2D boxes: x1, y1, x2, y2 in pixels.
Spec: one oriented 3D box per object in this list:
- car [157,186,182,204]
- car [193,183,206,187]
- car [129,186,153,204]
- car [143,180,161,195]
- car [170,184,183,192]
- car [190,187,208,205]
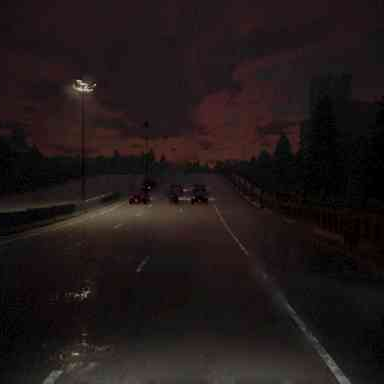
[{"bbox_3d":[-2.592,0.479,39.297,1.837,1.490,4.892,0,5,1],"label":"car"},{"bbox_3d":[1.097,-0.525,48.623,2.128,1.511,4.902,0,7,1],"label":"car"},{"bbox_3d":[-6.095,0.533,38.994,1.812,1.442,4.674,0,5,1],"label":"car"},{"bbox_3d":[-5.900,-0.801,48.797,2.150,2.045,5.566,0,7,1],"label":"car"},{"bbox_3d":[-2.381,-0.559,49.610,1.994,1.385,4.181,0,7,1],"label":"car"},{"bbox_3d":[0.880,0.568,38.444,1.812,1.442,4.674,0,5,1],"label":"car"}]
